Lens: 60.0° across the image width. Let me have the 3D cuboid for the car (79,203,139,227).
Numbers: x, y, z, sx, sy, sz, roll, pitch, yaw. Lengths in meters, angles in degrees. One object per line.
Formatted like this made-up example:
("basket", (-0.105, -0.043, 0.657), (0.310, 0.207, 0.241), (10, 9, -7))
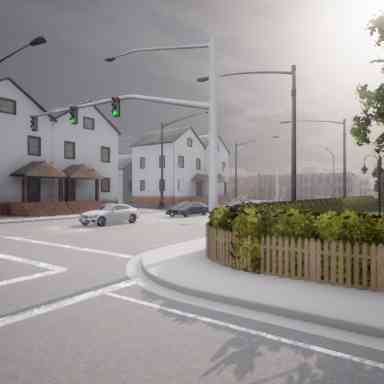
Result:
("car", (-5.710, 1.539, 23.466), (1.812, 1.442, 4.674), (0, 0, 35))

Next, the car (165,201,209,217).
("car", (-0.219, 1.560, 31.413), (2.033, 1.411, 5.357), (0, 0, 35))

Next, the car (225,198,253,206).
("car", (5.662, 1.504, 39.899), (2.128, 1.511, 4.902), (0, 0, 35))
